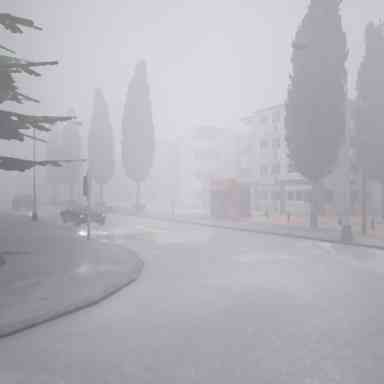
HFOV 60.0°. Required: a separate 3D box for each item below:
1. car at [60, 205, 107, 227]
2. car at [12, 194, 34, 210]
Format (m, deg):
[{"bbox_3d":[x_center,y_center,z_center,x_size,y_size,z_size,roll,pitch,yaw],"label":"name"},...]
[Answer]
[{"bbox_3d":[-7.561,1.589,22.977,1.895,1.301,4.718,0,0,-36],"label":"car"},{"bbox_3d":[-21.474,1.211,42.426,2.150,2.045,5.566,0,0,-35],"label":"car"}]
